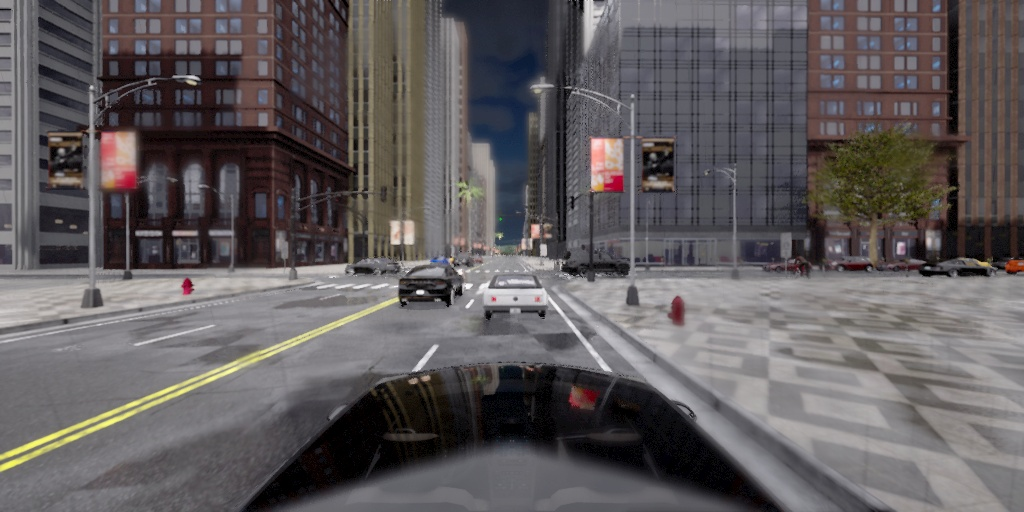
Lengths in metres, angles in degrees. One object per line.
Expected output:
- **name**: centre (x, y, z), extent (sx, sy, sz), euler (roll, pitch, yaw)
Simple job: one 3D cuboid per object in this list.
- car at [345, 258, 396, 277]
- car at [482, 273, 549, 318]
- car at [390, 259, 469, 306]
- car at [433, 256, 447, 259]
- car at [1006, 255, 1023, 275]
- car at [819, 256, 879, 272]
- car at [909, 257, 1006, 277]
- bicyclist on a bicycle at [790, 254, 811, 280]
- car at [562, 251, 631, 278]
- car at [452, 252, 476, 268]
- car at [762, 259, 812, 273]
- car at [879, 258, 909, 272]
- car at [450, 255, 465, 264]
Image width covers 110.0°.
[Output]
- **car**: centre (-11.714, 0.948, 30.057), extent (4.902, 1.511, 2.128), euler (0, 0, 21)
- **car**: centre (0.099, 1.223, 12.246), extent (1.895, 1.301, 4.718), euler (0, 1, 0)
- **car**: centre (-3.153, 1.073, 14.794), extent (1.882, 1.535, 5.008), euler (0, 1, 0)
- **car**: centre (-9.836, 0.779, 48.587), extent (1.882, 1.535, 5.008), euler (0, 0, 1)
- **car**: centre (43.035, 0.651, 28.839), extent (4.553, 1.767, 2.097), euler (0, 0, 0)
- **car**: centre (32.098, 0.749, 34.579), extent (4.097, 1.591, 1.967), euler (0, 0, -1)
- **car**: centre (32.227, 0.899, 26.055), extent (4.313, 1.339, 1.948), euler (0, 0, -1)
- **bicyclist on a bicycle**: centre (18.390, 0.686, 22.870), extent (0.582, 1.620, 1.656), euler (0, 0, -1)
- **car**: centre (6.733, 0.633, 28.546), extent (5.566, 2.045, 2.150), euler (0, -1, -13)
- **car**: centre (-6.590, 0.521, 48.658), extent (2.150, 2.045, 5.566), euler (0, 1, 1)
- **car**: centre (26.460, 0.908, 34.491), extent (4.207, 1.307, 1.802), euler (0, 0, -1)
- **car**: centre (37.738, 0.877, 34.667), extent (4.207, 1.307, 1.802), euler (0, 0, -1)
- **car**: centre (-9.782, 0.663, 64.675), extent (1.882, 1.535, 5.008), euler (0, 1, 1)
